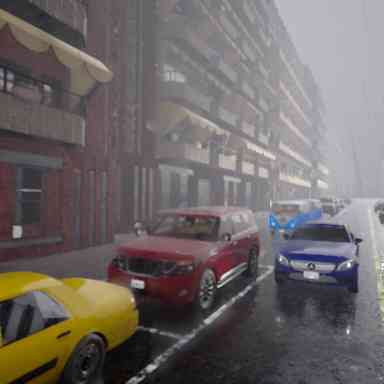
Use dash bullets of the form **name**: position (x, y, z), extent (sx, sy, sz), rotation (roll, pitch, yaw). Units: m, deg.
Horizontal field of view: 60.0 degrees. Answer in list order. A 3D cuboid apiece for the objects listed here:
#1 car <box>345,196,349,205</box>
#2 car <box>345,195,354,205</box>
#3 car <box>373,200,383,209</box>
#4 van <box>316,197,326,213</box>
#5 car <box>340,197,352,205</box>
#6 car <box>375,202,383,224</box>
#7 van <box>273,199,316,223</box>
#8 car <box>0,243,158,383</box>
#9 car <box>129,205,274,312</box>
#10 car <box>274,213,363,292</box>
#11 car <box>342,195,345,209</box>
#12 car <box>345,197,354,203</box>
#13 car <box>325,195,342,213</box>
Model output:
- **car**: position (20.768, 1.687, 47.350), extent (1.947, 1.339, 4.313), rotation (1, 0, 28)
- **car**: position (28.485, 1.504, 62.036), extent (2.192, 1.841, 5.009), rotation (1, 0, 28)
- **car**: position (21.953, 1.612, 38.020), extent (1.812, 1.442, 4.674), rotation (0, 0, 27)
- **van**: position (7.917, 1.384, 22.865), extent (1.690, 1.788, 3.998), rotation (2, 1, 28)
- **car**: position (31.052, 1.760, 66.935), extent (1.887, 1.381, 4.507), rotation (1, 0, 28)
- **car**: position (14.892, 1.644, 24.581), extent (1.895, 1.301, 4.718), rotation (0, 0, 28)
- **van**: position (5.346, 1.372, 17.967), extent (1.690, 1.788, 3.998), rotation (2, 1, 28)
- **car**: position (-2.449, 1.535, 3.130), extent (1.752, 1.417, 4.829), rotation (2, 1, 28)
- **car**: position (0.206, 1.330, 8.175), extent (2.192, 1.841, 5.009), rotation (2, 1, 28)
- **car**: position (3.644, 1.539, 9.256), extent (1.812, 1.442, 4.674), rotation (0, 0, 27)
- **car**: position (15.631, 1.401, 37.553), extent (2.192, 1.841, 5.009), rotation (1, 1, 28)
- **car**: position (38.765, 1.889, 81.627), extent (1.802, 1.307, 4.206), rotation (1, 0, 28)
- **car**: position (13.060, 1.386, 32.657), extent (2.192, 1.841, 5.009), rotation (1, 1, 28)
